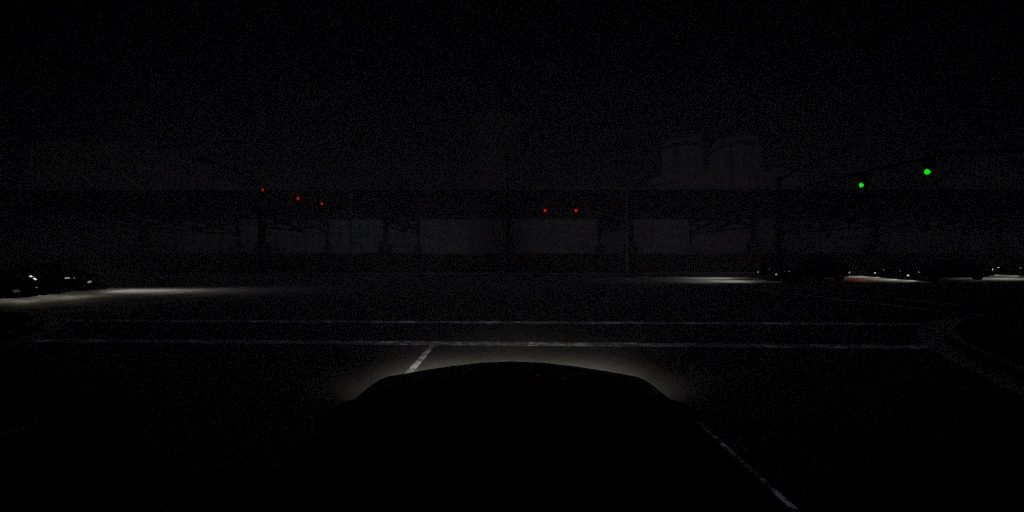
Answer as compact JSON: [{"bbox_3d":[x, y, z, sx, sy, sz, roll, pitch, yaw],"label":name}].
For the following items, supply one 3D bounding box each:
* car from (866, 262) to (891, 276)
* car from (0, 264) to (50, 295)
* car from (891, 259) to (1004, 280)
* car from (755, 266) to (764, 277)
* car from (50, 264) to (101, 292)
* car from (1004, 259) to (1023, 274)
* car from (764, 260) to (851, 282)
[{"bbox_3d":[32.850,0.991,29.754,5.357,1.411,2.033,-1,0,1],"label":"car"},{"bbox_3d":[-25.762,1.084,17.100,4.553,1.767,2.097,0,0,2],"label":"car"},{"bbox_3d":[31.761,1.010,26.282,5.357,1.411,2.033,-1,0,1],"label":"car"},{"bbox_3d":[23.110,1.056,30.011,4.902,1.511,2.128,-1,0,2],"label":"car"},{"bbox_3d":[-26.690,1.218,20.629,4.902,1.511,2.128,0,0,2],"label":"car"},{"bbox_3d":[43.500,0.816,29.466,5.357,1.411,2.033,-1,0,2],"label":"car"},{"bbox_3d":[22.053,1.070,26.531,4.902,1.511,2.128,-1,0,1],"label":"car"}]
